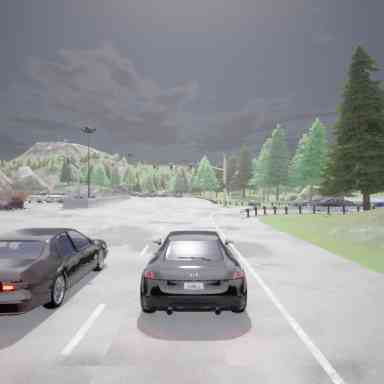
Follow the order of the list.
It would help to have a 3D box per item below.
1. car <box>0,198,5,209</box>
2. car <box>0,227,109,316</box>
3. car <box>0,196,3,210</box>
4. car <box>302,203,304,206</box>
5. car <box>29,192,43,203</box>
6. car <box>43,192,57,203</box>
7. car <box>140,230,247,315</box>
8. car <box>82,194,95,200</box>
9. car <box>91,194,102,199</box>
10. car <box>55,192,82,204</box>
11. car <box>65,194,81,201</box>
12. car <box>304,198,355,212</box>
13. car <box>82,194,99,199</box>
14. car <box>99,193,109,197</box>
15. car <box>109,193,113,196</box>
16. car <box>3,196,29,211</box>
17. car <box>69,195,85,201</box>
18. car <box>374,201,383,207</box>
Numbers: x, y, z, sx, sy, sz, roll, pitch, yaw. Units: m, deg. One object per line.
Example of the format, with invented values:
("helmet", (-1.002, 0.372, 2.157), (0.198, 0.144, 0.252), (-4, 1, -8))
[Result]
("car", (-24.966, 1.458, 40.525), (1.994, 1.385, 4.181), (0, 0, -1))
("car", (-3.469, 1.547, 7.798), (2.033, 1.411, 5.357), (0, 0, 0))
("car", (-6.945, 1.221, 7.587), (2.150, 2.045, 5.566), (0, 0, -2))
("car", (15.730, 1.454, 41.052), (4.181, 1.385, 1.994), (0, 0, 7))
("car", (-28.604, 1.020, 62.058), (2.150, 2.045, 5.566), (0, 0, 0))
("car", (-25.119, 1.020, 62.410), (2.150, 2.045, 5.566), (0, 0, 0))
("car", (0.030, 1.563, 7.649), (1.994, 1.385, 4.181), (0, 0, 0))
("car", (-25.329, 1.263, 81.293), (1.994, 1.385, 4.181), (0, 0, -1))
("car", (-26.340, 1.208, 91.621), (2.033, 1.411, 5.357), (0, 0, -7))
("car", (-21.623, 1.305, 58.364), (2.128, 1.511, 4.902), (0, 0, 0))
("car", (-28.807, 1.240, 80.448), (2.128, 1.511, 4.902), (0, 0, -1))
("car", (15.656, 1.398, 37.531), (4.902, 1.511, 2.128), (0, 0, 7))
("car", (-21.669, 1.290, 69.246), (2.128, 1.511, 4.902), (0, 0, -1))
("car", (-21.768, 1.247, 78.617), (1.812, 1.442, 4.674), (0, 0, -1))
("car", (-22.375, 1.216, 89.000), (2.033, 1.411, 5.357), (0, 0, -7))
("car", (-21.447, 1.255, 38.670), (2.097, 1.767, 4.553), (0, 0, -1))
("car", (-25.206, 1.344, 72.783), (1.895, 1.301, 4.718), (0, 0, -1))
("car", (24.476, 1.374, 39.637), (5.008, 1.535, 1.882), (0, 0, 13))
